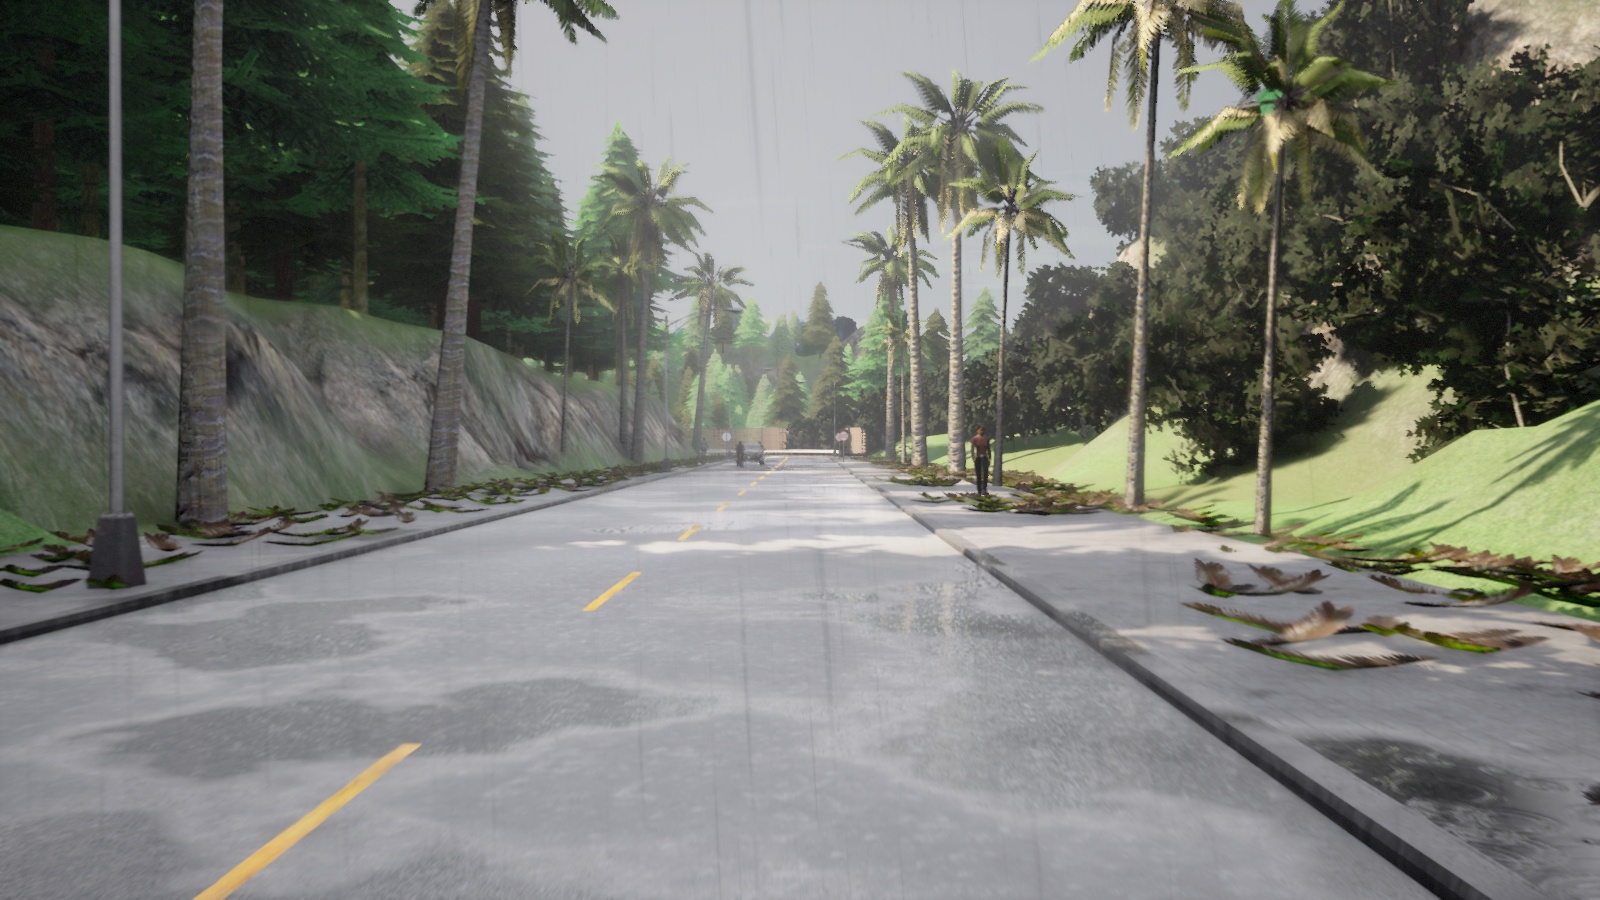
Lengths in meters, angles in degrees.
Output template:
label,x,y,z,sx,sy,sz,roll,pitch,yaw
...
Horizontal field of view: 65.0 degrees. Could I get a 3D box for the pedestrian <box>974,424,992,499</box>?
label,x,y,z,sx,sy,sz,roll,pitch,yaw
pedestrian,4.487,0.276,30.840,0.328,1.805,0.869,0,0,1

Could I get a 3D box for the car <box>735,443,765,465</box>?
label,x,y,z,sx,sy,sz,roll,pitch,yaw
car,-3.419,0.264,86.329,1.837,1.490,4.892,0,0,0
